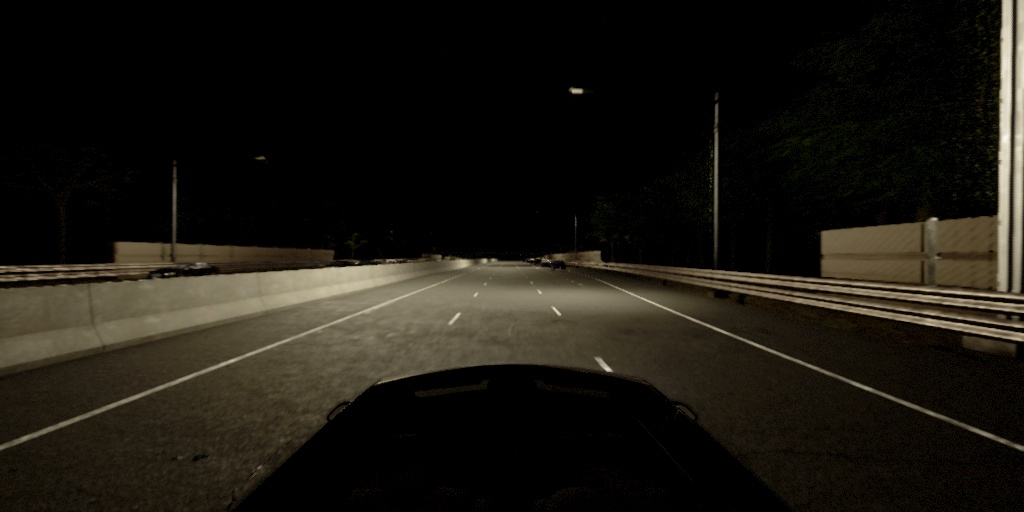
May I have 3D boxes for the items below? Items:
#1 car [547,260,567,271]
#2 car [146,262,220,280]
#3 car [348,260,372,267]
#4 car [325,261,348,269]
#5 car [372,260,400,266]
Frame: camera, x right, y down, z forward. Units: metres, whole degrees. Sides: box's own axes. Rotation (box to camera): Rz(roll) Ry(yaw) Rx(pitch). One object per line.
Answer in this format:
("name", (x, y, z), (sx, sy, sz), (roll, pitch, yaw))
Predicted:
("car", (6.583, 1.328, 51.132), (1.812, 1.442, 4.674), (0, 0, 0))
("car", (-24.057, 1.212, 26.453), (2.128, 1.511, 4.902), (0, 0, -3))
("car", (-17.923, 1.328, 44.166), (1.812, 1.442, 4.674), (0, 0, 0))
("car", (-21.410, 1.315, 44.628), (1.812, 1.442, 4.674), (0, 0, 0))
("car", (-14.410, 1.361, 42.851), (2.033, 1.411, 5.357), (0, 0, 0))
